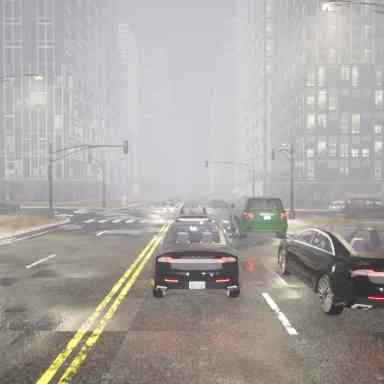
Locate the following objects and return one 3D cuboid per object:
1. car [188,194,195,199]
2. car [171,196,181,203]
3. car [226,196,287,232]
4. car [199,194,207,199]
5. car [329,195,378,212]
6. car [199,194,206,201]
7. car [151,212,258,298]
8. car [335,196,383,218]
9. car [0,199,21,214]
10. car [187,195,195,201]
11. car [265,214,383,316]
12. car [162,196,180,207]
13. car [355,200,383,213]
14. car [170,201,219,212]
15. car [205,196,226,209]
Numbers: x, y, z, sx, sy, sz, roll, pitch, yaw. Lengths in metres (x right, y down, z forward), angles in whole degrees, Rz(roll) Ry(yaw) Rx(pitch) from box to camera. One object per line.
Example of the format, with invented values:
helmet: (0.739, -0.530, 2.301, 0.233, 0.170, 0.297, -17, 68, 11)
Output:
car: (-0.240, 1.337, 91.300, 1.895, 1.301, 4.718, 0, 0, 0)
car: (-3.437, 1.493, 70.617, 1.994, 1.385, 4.181, 0, 0, 0)
car: (3.304, 1.213, 17.335, 2.150, 2.045, 5.566, 0, 0, 0)
car: (3.010, 1.294, 91.278, 1.994, 1.385, 4.181, 0, 0, 0)
car: (17.801, 1.348, 35.861, 5.566, 2.045, 2.150, 1, 1, 1)
car: (3.036, 1.513, 81.306, 1.895, 1.301, 4.718, 0, 0, 0)
car: (0.078, 1.488, 8.502, 2.128, 1.511, 4.902, 0, 0, 0)
car: (16.121, 1.519, 30.106, 5.009, 1.841, 2.192, 1, 0, 1)
car: (-19.481, 1.408, 33.186, 4.181, 1.385, 1.994, 1, 1, 1)
car: (-0.212, 1.458, 80.853, 2.033, 1.411, 5.357, 0, 0, 0)
car: (3.328, 1.488, 7.493, 2.128, 1.511, 4.902, 0, 0, 0)
car: (-3.477, 1.455, 51.380, 2.128, 1.511, 4.902, 0, 0, 0)
car: (21.708, 1.643, 38.407, 4.829, 1.417, 1.752, 1, 0, 1)
car: (0.053, 1.482, 17.687, 2.128, 1.511, 4.902, 0, 0, 0)
car: (3.409, 1.530, 44.171, 1.994, 1.385, 4.181, 0, 0, -7)
